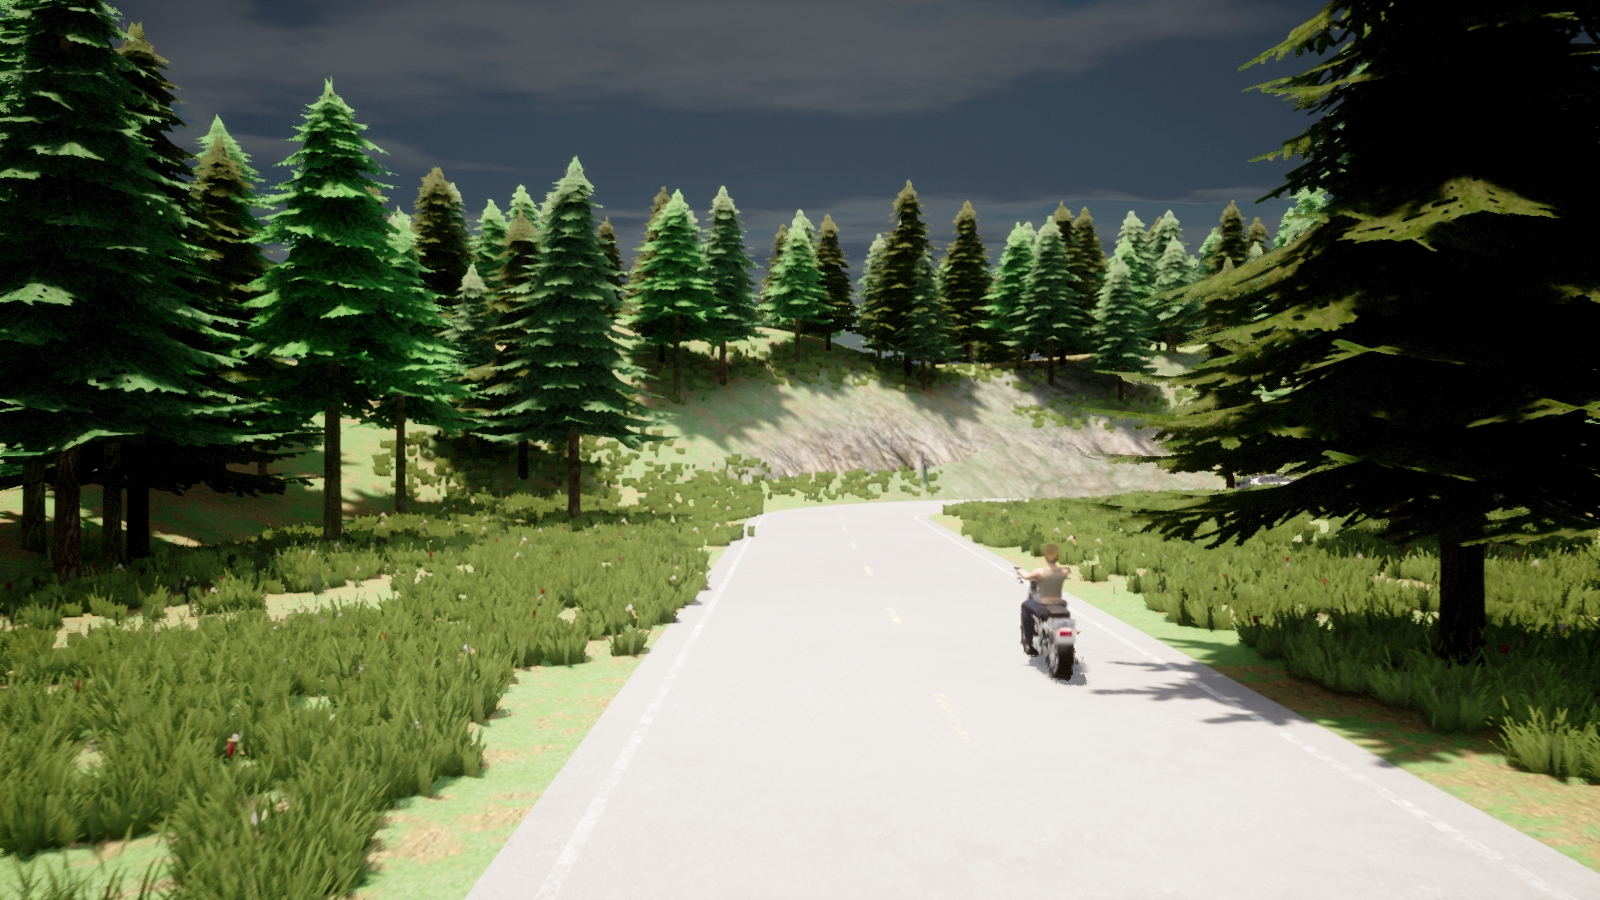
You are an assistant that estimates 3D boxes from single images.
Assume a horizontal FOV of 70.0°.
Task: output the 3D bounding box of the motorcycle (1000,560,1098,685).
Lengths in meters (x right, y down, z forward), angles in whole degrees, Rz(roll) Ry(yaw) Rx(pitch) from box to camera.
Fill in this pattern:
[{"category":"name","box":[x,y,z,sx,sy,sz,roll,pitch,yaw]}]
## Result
[{"category":"motorcycle","box":[3.187,2.183,14.853,0.764,1.277,2.356,0,0,0]}]
